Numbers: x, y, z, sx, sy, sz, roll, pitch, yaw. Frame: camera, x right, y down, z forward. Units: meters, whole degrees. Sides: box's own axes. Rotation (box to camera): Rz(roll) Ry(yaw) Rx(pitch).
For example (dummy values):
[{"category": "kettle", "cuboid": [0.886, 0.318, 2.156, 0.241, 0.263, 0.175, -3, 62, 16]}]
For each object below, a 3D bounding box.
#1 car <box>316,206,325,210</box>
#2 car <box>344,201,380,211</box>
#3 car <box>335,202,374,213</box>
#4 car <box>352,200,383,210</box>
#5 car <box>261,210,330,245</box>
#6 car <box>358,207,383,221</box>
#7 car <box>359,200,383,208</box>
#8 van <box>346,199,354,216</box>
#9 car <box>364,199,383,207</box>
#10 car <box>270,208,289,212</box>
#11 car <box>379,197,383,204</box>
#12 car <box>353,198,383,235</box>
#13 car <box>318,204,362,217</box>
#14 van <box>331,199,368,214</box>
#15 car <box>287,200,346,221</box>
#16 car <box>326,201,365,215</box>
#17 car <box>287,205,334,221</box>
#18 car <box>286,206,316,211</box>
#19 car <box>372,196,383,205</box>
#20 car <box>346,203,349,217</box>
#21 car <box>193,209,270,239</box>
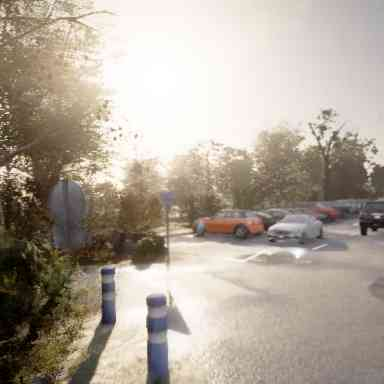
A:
[{"category": "car", "cuboid": [9.048, 2.255, 30.219, 4.792, 1.488, 2.163, -2, -2, 38]}, {"category": "car", "cuboid": [28.009, 2.343, 54.847, 5.008, 1.535, 2.097, -2, -1, 38]}, {"category": "car", "cuboid": [24.635, 2.356, 50.474, 4.892, 1.521, 2.231, -2, -1, 38]}, {"category": "car", "cuboid": [31.465, 2.332, 59.312, 5.008, 1.535, 2.097, -2, -1, 38]}, {"category": "car", "cuboid": [5.764, 1.936, 18.144, 1.812, 1.442, 4.674, -2, -2, 38]}, {"category": "car", "cuboid": [19.592, 2.340, 36.013, 1.895, 1.301, 4.718, -2, -2, 38]}, {"category": "car", "cuboid": [34.962, 2.351, 63.903, 4.792, 1.488, 2.163, -2, -1, 38]}, {"category": "van", "cuboid": [17.828, 2.148, 41.458, 4.442, 1.987, 1.878, -2, -1, 38]}, {"category": "car", "cuboid": [38.437, 2.309, 68.356, 5.008, 1.535, 2.097, -2, -1, 38]}, {"category": "car", "cuboid": [3.851, 2.094, 23.531, 5.008, 1.535, 2.097, -2, -2, 38]}, {"category": "car", "cuboid": [48.825, 2.126, 81.750, 4.553, 1.767, 2.185, -2, -2, 38]}, {"category": "car", "cuboid": [12.146, 1.607, 20.922, 2.150, 2.045, 5.566, -2, -4, 38]}, {"category": "car", "cuboid": [19.443, 2.402, 43.783, 4.792, 1.488, 2.163, -2, -1, 38]}, {"category": "van", "cuboid": [22.816, 2.138, 48.310, 4.442, 1.987, 1.878, -2, -1, 38]}, {"category": "car", "cuboid": [12.493, 2.063, 34.698, 5.566, 2.045, 2.435, -2, -2, 38]}, {"category": "car", "cuboid": [21.136, 2.239, 45.884, 4.553, 1.767, 2.185, -2, -1, 38]}, {"category": "car", "cuboid": [10.773, 2.299, 32.454, 4.792, 1.488, 2.163, -2, -2, 38]}, {"category": "car", "cuboid": [7.369, 2.186, 28.106, 4.892, 1.521, 2.231, -2, -2, 38]}, {"category": "car", "cuboid": [45.265, 2.030, 77.196, 5.566, 2.045, 2.435, -2, -1, 38]}, {"category": "car", "cuboid": [14.212, 2.356, 36.948, 5.008, 1.535, 2.097, -2, -3, 38]}, {"category": "car", "cuboid": [2.220, 1.926, 21.383, 4.553, 1.767, 2.185, -2, -2, 38]}]
